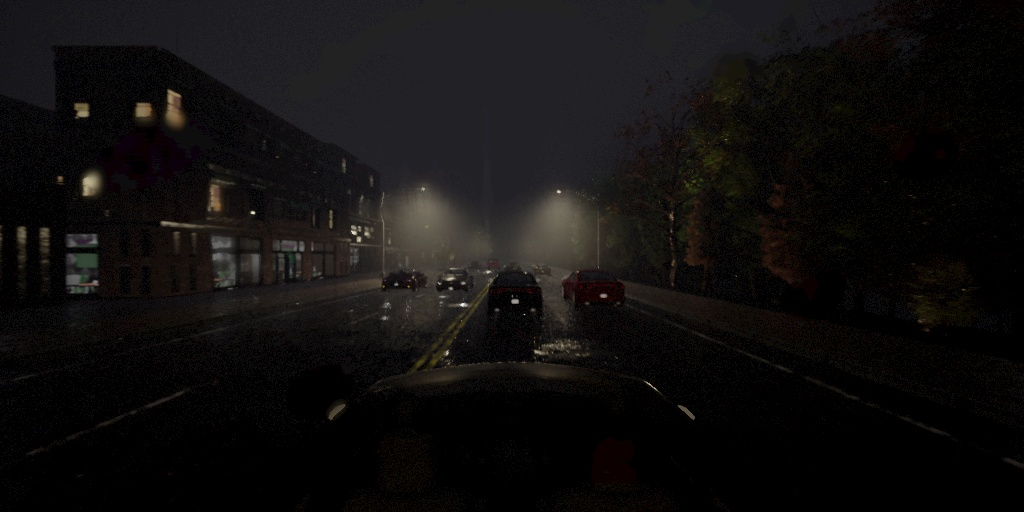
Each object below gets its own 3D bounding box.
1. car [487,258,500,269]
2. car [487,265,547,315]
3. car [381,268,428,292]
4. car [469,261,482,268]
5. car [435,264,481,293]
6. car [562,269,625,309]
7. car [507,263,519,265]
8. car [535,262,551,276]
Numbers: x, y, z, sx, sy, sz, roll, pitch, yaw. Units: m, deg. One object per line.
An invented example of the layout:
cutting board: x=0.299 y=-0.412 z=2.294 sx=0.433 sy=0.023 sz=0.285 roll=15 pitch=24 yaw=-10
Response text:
car: x=-3.270 y=1.344 z=64.163 sx=2.150 sy=2.045 sz=5.566 roll=0 pitch=0 yaw=1
car: x=0.101 y=1.301 z=13.911 sx=1.882 sy=1.535 sz=5.008 roll=0 pitch=0 yaw=0
car: x=-6.596 y=1.438 z=22.402 sx=1.994 sy=1.385 sz=4.181 roll=0 pitch=0 yaw=0
car: x=-6.524 y=1.615 z=64.216 sx=1.837 sy=1.490 sz=4.892 roll=0 pitch=0 yaw=1
car: x=-3.348 y=1.421 z=22.313 sx=2.033 sy=1.411 sz=5.357 roll=0 pitch=0 yaw=0
car: x=3.350 y=1.311 z=15.589 sx=1.882 sy=1.535 sz=5.008 roll=0 pitch=0 yaw=0
car: x=0.101 y=1.491 z=41.001 sx=1.837 sy=1.490 sz=4.892 roll=0 pitch=0 yaw=0
car: x=3.350 y=1.479 z=41.444 sx=2.128 sy=1.511 sz=4.902 roll=0 pitch=0 yaw=0
